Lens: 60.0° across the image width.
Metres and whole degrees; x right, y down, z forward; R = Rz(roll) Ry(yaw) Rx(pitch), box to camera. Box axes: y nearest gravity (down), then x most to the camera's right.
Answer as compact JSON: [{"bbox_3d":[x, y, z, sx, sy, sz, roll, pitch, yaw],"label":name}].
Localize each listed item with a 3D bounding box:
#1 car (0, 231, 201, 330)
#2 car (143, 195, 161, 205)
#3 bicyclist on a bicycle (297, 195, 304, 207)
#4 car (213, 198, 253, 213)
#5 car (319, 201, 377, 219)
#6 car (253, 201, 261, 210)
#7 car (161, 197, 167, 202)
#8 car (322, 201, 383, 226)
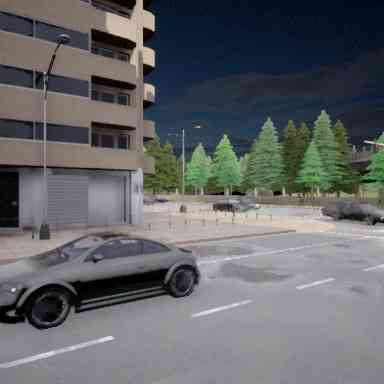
[{"bbox_3d":[-1.870,1.564,6.955,4.181,1.385,1.994,0,0,-35],"label":"car"},{"bbox_3d":[-8.054,1.295,56.535,4.553,1.767,2.097,0,0,35],"label":"car"},{"bbox_3d":[15.139,1.245,46.444,1.656,1.620,0.582,0,0,-35],"label":"bicyclist on a bicycle"},{"bbox_3d":[4.194,1.471,36.738,1.812,1.442,4.674,0,0,-34],"label":"car"},{"bbox_3d":[13.644,1.509,29.253,1.994,1.385,4.181,0,0,-35],"label":"car"},{"bbox_3d":[6.127,1.434,40.074,2.128,1.511,4.902,0,0,-35],"label":"car"},{"bbox_3d":[-7.164,1.545,64.439,4.718,1.301,1.895,0,0,31],"label":"car"},{"bbox_3d":[11.954,1.504,23.601,2.033,1.411,5.357,0,1,-19],"label":"car"}]
